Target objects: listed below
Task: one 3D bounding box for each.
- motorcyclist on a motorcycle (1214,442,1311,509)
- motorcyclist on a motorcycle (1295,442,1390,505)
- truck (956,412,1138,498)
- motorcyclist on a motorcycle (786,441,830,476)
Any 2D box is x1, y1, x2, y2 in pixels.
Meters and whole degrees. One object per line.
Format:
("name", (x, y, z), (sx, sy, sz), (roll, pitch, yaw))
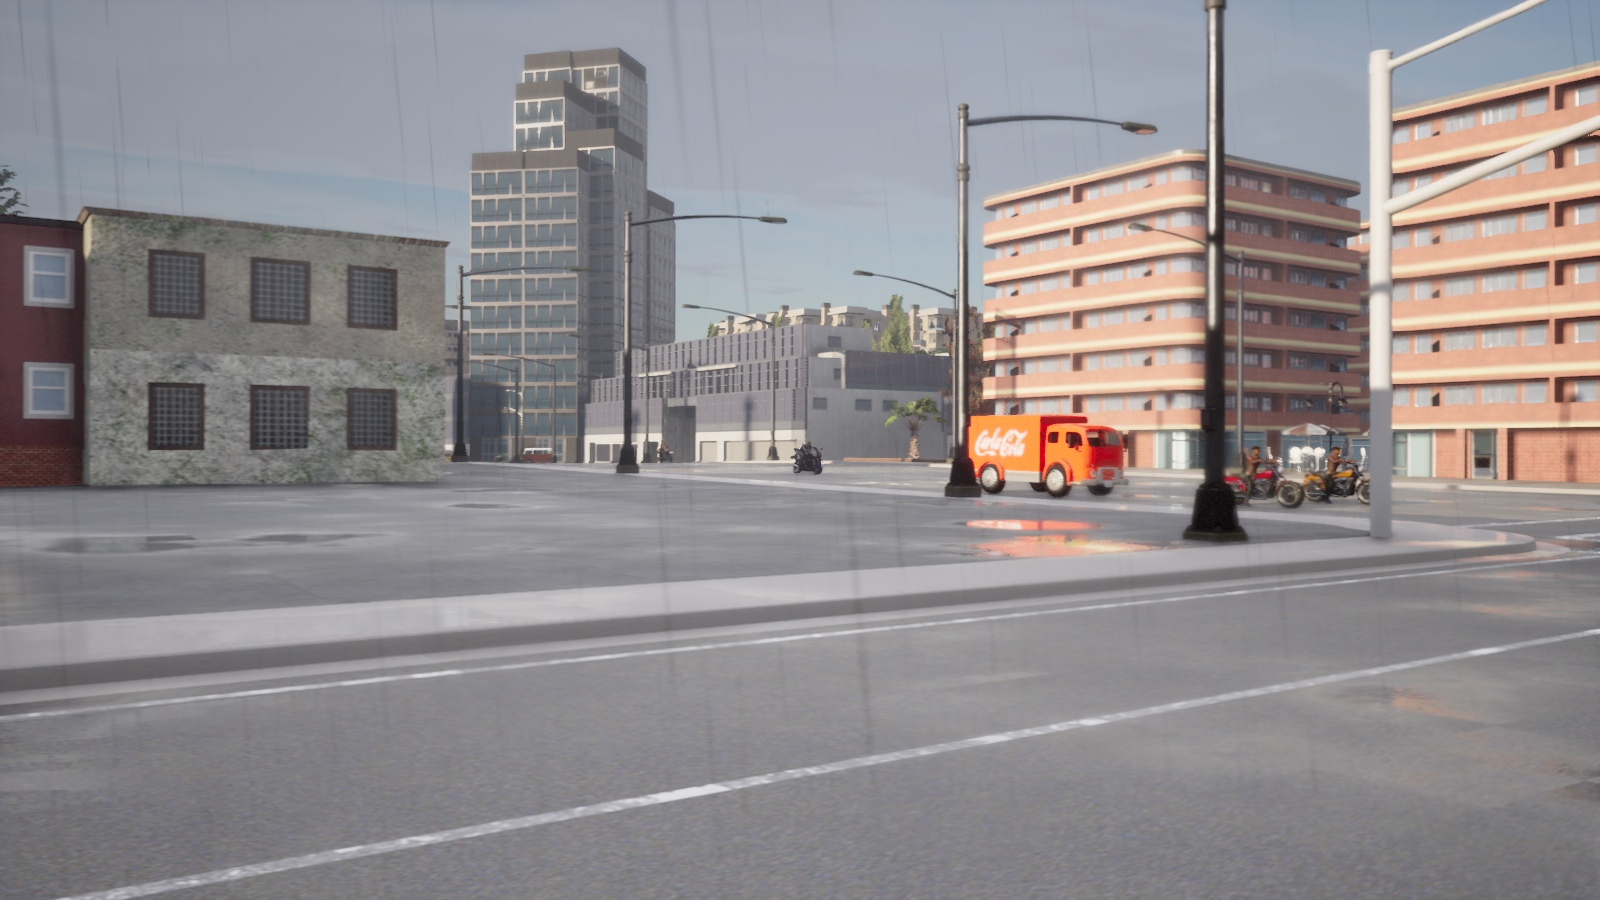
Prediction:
("motorcyclist on a motorcycle", (11.954, 0.629, 32.539), (0.766, 1.649, 2.350), (0, 1, -34))
("motorcyclist on a motorcycle", (14.866, 0.625, 34.480), (0.766, 1.649, 2.350), (0, 1, -34))
("truck", (7.571, 0.108, 39.035), (2.627, 2.467, 5.204), (0, 1, -34))
("motorcyclist on a motorcycle", (0.329, 0.373, 56.016), (0.866, 1.530, 2.191), (0, 1, -34))
